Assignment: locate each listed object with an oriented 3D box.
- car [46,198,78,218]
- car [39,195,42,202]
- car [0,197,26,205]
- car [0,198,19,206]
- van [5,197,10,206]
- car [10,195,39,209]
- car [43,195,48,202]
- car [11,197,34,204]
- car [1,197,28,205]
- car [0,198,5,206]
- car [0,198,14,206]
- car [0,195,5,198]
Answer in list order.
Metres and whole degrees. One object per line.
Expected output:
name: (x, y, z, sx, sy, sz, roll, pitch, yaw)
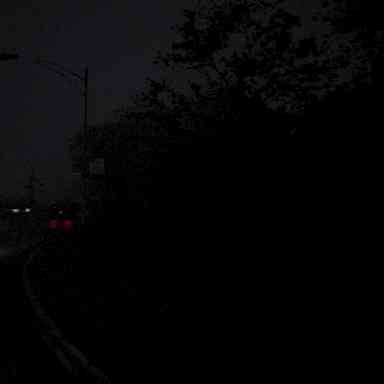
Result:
car: (-11.818, 1.591, 31.021, 2.128, 1.511, 4.902, 1, -1, -12)
car: (-39.502, 1.664, 79.114, 5.566, 2.045, 2.435, 0, 0, -32)
car: (-36.810, 1.856, 67.566, 5.366, 1.575, 1.946, 0, -1, -32)
car: (-36.357, 1.864, 64.523, 4.792, 1.488, 2.163, 0, 0, -32)
van: (-34.980, 1.544, 58.783, 4.442, 1.987, 1.878, 0, -1, -32)
car: (-24.791, 1.509, 49.320, 2.097, 1.767, 4.553, 1, -1, -12)
car: (-40.716, 1.673, 84.986, 5.566, 2.045, 2.435, 0, 0, -32)
car: (-38.848, 1.946, 76.215, 4.674, 1.452, 2.002, 0, 0, -32)
car: (-37.569, 1.909, 70.396, 4.792, 1.488, 2.163, 0, -1, -32)
car: (-21.636, 1.568, 34.413, 2.033, 1.411, 5.357, 1, -1, -12)
car: (-35.700, 1.842, 61.625, 4.674, 1.452, 2.002, 0, -1, -32)
car: (-34.419, 1.603, 55.806, 4.553, 1.767, 2.185, 0, -1, -32)
